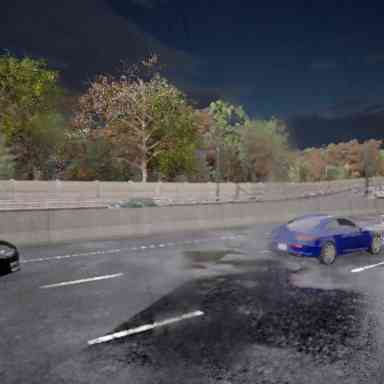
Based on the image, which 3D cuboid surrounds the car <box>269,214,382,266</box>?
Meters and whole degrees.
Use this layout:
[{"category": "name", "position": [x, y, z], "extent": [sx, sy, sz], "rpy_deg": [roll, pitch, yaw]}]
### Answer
[{"category": "car", "position": [4.597, 1.462, 11.327], "extent": [4.674, 1.442, 1.812], "rpy_deg": [0, 0, -35]}]

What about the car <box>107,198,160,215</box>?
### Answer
[{"category": "car", "position": [-5.960, 1.402, 34.112], "extent": [4.902, 1.511, 2.128], "rpy_deg": [0, 0, -35]}]

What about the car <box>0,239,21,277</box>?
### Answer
[{"category": "car", "position": [-6.673, 1.500, 7.582], "extent": [4.902, 1.511, 2.128], "rpy_deg": [0, 0, -36]}]

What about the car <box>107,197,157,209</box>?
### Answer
[{"category": "car", "position": [-5.417, 1.272, 30.206], "extent": [4.553, 1.767, 2.097], "rpy_deg": [-1, 0, -35]}]
